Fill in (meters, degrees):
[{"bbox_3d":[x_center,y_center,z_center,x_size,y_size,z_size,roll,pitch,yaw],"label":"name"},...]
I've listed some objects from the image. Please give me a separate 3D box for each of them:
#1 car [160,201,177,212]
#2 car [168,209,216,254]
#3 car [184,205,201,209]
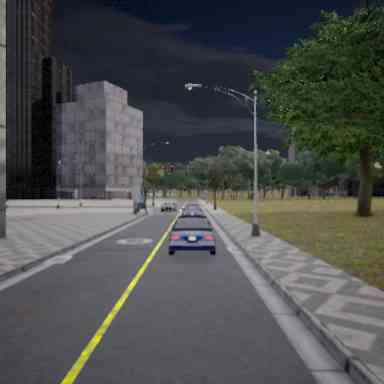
[{"bbox_3d":[-2.963,1.925,43.490,1.994,1.385,4.181,0,0,0],"label":"car"},{"bbox_3d":[0.014,1.670,13.991,2.033,1.411,5.357,0,0,0],"label":"car"},{"bbox_3d":[0.028,1.794,28.992,2.033,1.411,5.357,0,0,0],"label":"car"}]
